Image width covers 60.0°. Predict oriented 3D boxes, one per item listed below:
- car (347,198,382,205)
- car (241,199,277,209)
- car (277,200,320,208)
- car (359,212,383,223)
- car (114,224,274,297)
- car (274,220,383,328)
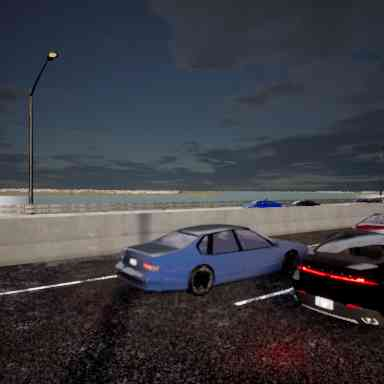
[{"bbox_3d":[17.369,1.356,33.404,4.553,1.767,2.097,0,0,-35],"label":"car"},{"bbox_3d":[7.310,1.483,34.908,5.008,1.535,1.882,0,0,-35],"label":"car"},{"bbox_3d":[11.016,1.531,33.248,4.674,1.442,1.812,0,0,-35],"label":"car"},{"bbox_3d":[8.588,1.566,14.149,4.181,1.385,1.994,0,0,-36],"label":"car"},{"bbox_3d":[0.774,1.549,8.596,5.357,1.411,2.033,0,0,-36],"label":"car"},{"bbox_3d":[4.033,1.505,6.621,4.892,1.490,1.837,0,0,-36],"label":"car"}]
